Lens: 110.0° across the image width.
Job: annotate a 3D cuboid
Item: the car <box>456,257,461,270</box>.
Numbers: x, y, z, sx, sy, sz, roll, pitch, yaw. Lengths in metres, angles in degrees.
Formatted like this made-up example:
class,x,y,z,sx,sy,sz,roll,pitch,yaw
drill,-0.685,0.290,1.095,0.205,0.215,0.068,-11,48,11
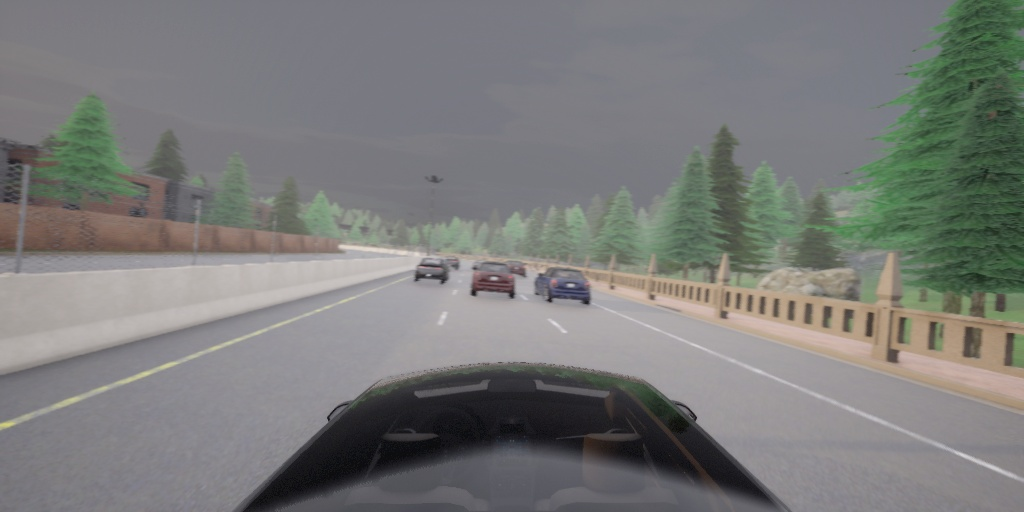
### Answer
class,x,y,z,sx,sy,sz,roll,pitch,yaw
car,-7.243,0.775,42.883,2.128,1.511,4.902,5,0,-6

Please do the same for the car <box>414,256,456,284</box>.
class,x,y,z,sx,sy,sz,roll,pitch,yaw
car,-5.040,0.889,23.038,2.128,1.511,4.902,5,0,-6

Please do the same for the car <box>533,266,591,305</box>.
class,x,y,z,sx,sy,sz,roll,pitch,yaw
car,2.481,1.376,18.610,2.097,1.767,4.553,5,0,-6

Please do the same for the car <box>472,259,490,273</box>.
class,x,y,z,sx,sy,sz,roll,pitch,yaw
car,-3.802,1.145,43.444,1.994,1.385,4.181,5,0,-6

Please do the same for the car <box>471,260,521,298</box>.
class,x,y,z,sx,sy,sz,roll,pitch,yaw
car,-1.064,1.073,18.932,2.097,1.767,4.553,5,0,-6

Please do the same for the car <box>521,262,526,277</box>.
class,x,y,z,sx,sy,sz,roll,pitch,yaw
car,0.239,1.261,38.813,2.097,1.767,4.553,5,0,-6
